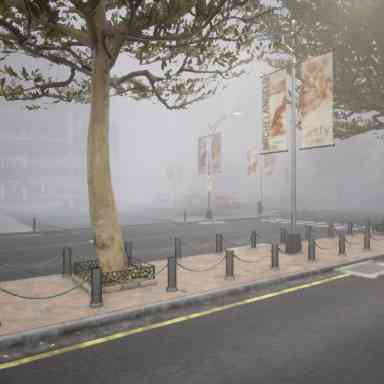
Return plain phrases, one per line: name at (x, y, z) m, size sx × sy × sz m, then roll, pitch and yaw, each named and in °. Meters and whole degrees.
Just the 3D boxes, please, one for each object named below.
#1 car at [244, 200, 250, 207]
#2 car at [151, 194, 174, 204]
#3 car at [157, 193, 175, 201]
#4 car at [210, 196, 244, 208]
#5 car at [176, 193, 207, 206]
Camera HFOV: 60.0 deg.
car at (6.980, 1.526, 52.017) m, size 1.812 × 1.442 × 4.674 m, roll 0°, pitch 0°, yaw -36°
car at (-6.081, 1.564, 63.566) m, size 1.994 × 1.385 × 4.181 m, roll 0°, pitch 0°, yaw -42°
car at (-5.085, 1.221, 67.868) m, size 5.566 × 2.045 × 2.150 m, roll 0°, pitch 0°, yaw 45°
car at (4.916, 1.352, 48.874) m, size 2.097 × 1.767 × 4.553 m, roll 0°, pitch 0°, yaw -35°
car at (-0.178, 1.352, 55.955) m, size 2.097 × 1.767 × 4.553 m, roll 0°, pitch 0°, yaw -36°
